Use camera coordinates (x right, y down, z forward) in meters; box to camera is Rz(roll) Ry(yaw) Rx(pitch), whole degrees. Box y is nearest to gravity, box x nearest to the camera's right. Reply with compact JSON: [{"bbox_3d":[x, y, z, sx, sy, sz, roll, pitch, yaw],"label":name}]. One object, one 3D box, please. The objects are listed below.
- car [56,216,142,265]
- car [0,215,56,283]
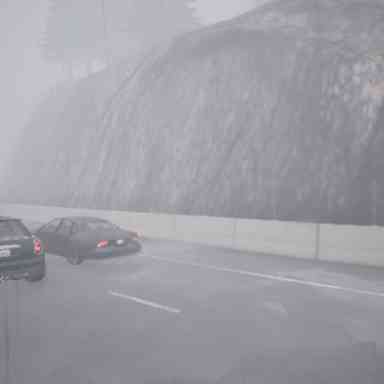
[{"bbox_3d":[-4.125,1.568,11.765,5.357,1.411,2.033,0,0,40],"label":"car"},{"bbox_3d":[-5.747,1.364,8.595,4.553,1.767,2.097,0,0,39],"label":"car"}]
